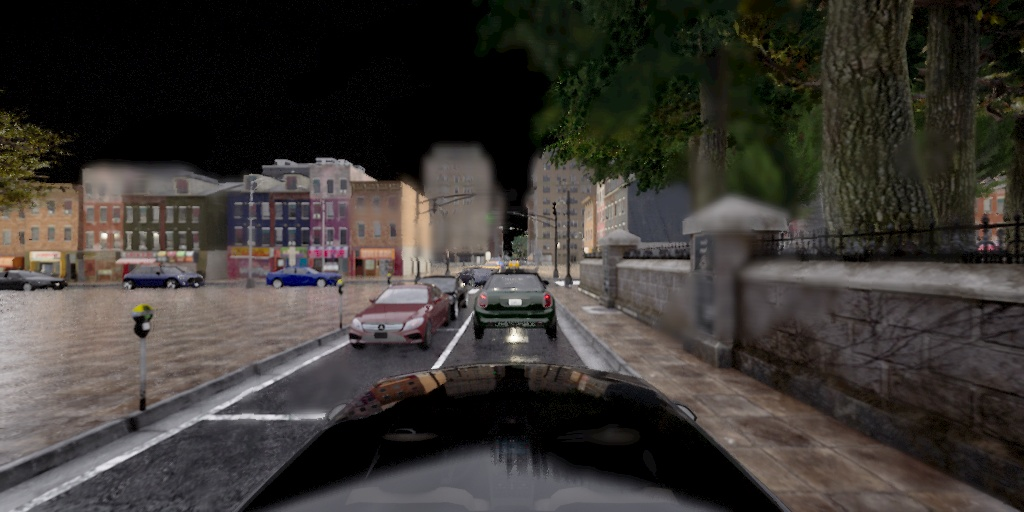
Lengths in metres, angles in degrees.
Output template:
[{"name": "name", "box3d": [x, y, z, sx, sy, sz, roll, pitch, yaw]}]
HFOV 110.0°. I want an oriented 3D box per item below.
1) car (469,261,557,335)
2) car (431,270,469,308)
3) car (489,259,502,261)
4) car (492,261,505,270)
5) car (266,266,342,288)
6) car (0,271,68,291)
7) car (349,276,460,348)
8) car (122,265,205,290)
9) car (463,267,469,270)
[{"name": "car", "box3d": [0.074, 1.155, 10.846, 2.097, 1.767, 4.553, 0, 0, 0]}, {"name": "car", "box3d": [-2.641, 1.380, 12.972, 1.948, 1.339, 4.313, 0, 0, 0]}, {"name": "car", "box3d": [-2.286, 1.448, 41.243, 1.882, 1.535, 5.008, 0, 0, 1]}, {"name": "car", "box3d": [-2.299, 1.633, 62.124, 2.033, 1.411, 5.357, 0, 0, 0]}, {"name": "car", "box3d": [-14.895, 1.512, 25.870, 5.008, 1.535, 1.882, -1, 0, 0]}, {"name": "car", "box3d": [-35.140, 1.832, 25.806, 4.892, 1.490, 1.837, -1, 0, 0]}, {"name": "car", "box3d": [-2.640, 1.375, 9.310, 1.802, 1.307, 4.207, 0, 0, 0]}, {"name": "car", "box3d": [-24.972, 1.517, 25.835, 4.553, 1.767, 2.097, -1, 0, 0]}, {"name": "car", "box3d": [-2.748, 1.474, 25.883, 1.994, 1.385, 4.181, 0, 0, -36]}]
